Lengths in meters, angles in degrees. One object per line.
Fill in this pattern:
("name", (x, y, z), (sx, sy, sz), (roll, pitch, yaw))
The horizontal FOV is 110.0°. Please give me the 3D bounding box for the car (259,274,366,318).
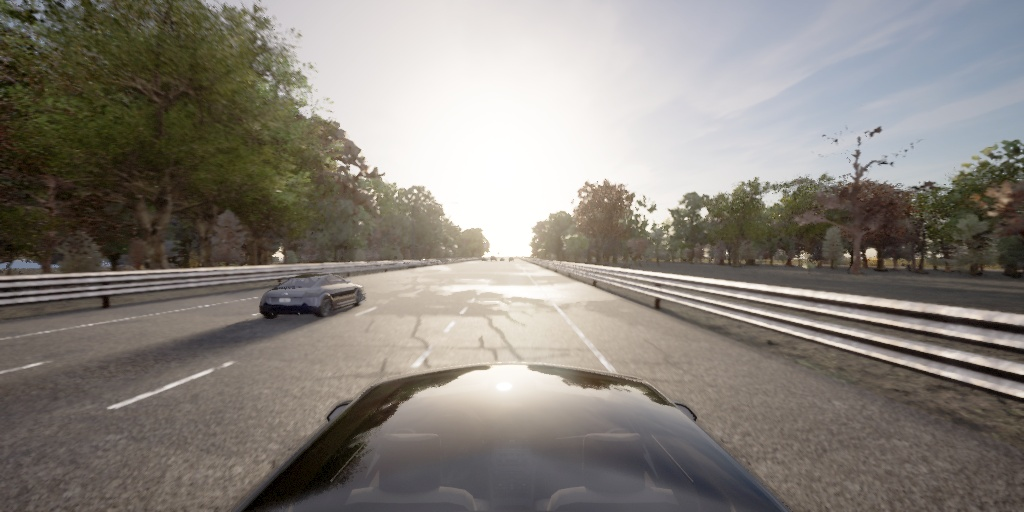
("car", (-6.976, 1.326, 13.004), (1.994, 1.385, 4.181), (0, 0, 0))
